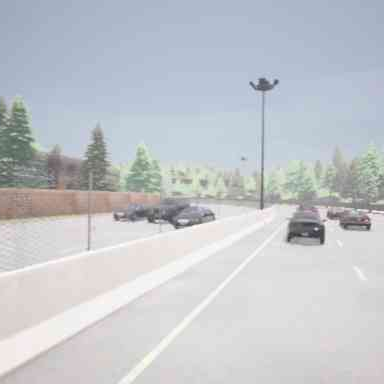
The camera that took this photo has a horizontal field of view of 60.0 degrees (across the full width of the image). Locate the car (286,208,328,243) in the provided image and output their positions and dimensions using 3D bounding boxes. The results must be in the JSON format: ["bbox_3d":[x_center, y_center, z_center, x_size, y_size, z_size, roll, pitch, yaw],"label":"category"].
[{"bbox_3d":[6.257,1.844,18.283,1.837,1.490,4.892,1,-1,20],"label":"car"}]

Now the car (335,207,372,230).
[{"bbox_3d":[12.774,2.108,26.180,2.033,1.411,5.357,1,-1,19],"label":"car"}]

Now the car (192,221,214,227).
[{"bbox_3d":[0.248,1.765,22.900,2.128,1.511,4.902,1,-1,19],"label":"car"}]

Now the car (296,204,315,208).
[{"bbox_3d":[11.490,1.971,33.400,2.097,1.767,4.553,1,-1,18],"label":"car"}]

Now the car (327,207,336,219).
[{"bbox_3d":[16.234,2.359,37.185,1.895,1.301,4.718,1,-1,16],"label":"car"}]
